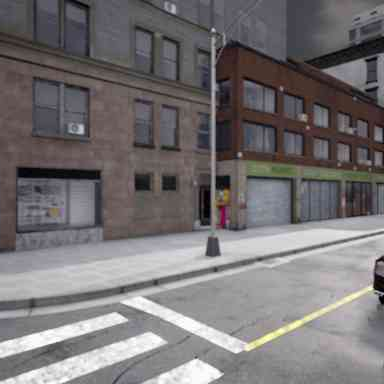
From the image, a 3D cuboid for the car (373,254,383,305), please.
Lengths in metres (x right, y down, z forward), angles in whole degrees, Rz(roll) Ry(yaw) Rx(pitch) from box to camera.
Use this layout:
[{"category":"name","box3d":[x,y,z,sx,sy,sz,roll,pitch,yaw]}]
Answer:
[{"category":"car","box3d":[5.441,1.475,6.859,4.902,1.511,2.128,0,0,-41]}]
